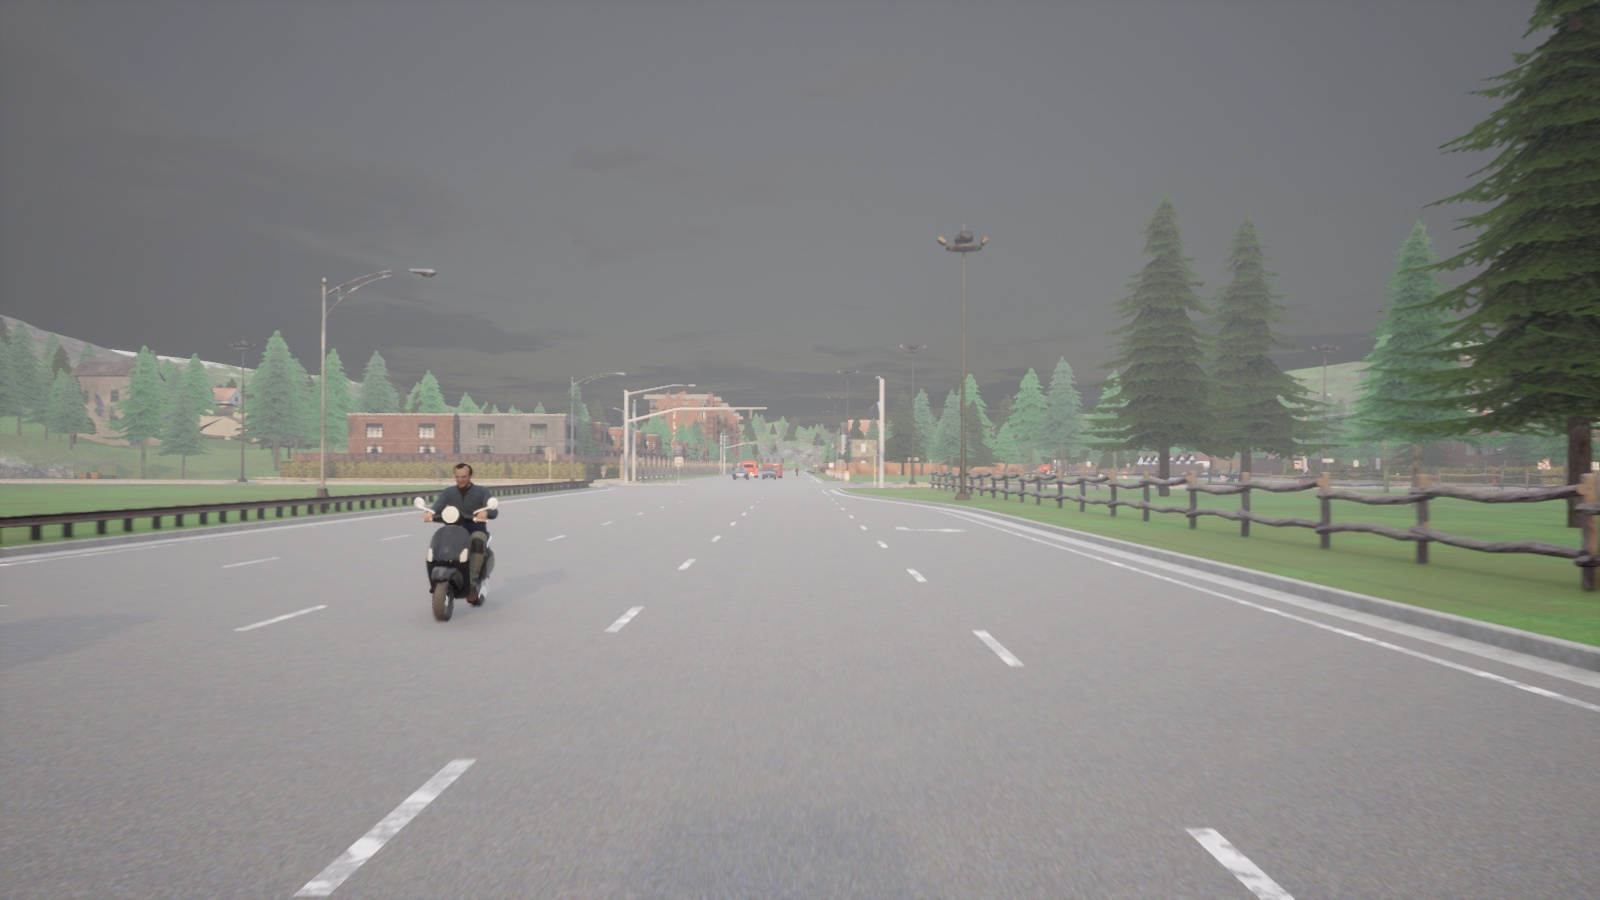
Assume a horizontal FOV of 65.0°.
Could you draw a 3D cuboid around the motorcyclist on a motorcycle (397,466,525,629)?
[{"bbox_3d":[-3.532,0.965,13.247,0.866,1.590,1.817,0,-1,0],"label":"motorcyclist on a motorcycle"}]
